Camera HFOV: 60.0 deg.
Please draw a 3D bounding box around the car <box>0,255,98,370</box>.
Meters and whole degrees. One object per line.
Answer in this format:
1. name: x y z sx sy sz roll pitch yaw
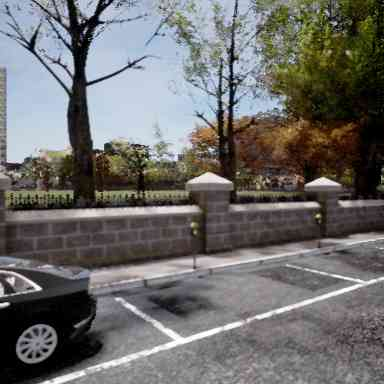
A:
1. car: -3.429 1.551 4.115 4.403 1.369 2.008 0 0 -36
